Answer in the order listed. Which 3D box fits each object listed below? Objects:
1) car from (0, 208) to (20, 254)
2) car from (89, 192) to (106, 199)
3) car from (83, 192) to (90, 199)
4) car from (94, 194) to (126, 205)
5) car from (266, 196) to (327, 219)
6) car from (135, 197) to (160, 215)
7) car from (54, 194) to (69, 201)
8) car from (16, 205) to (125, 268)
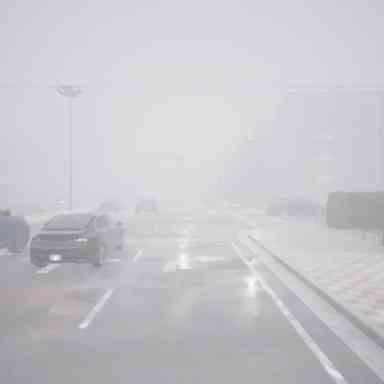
[{"bbox_3d":[-6.984,1.137,9.816,2.150,2.045,5.566,0,1,0],"label":"car"},{"bbox_3d":[-16.724,0.932,61.569,2.128,1.511,4.902,0,1,0],"label":"car"},{"bbox_3d":[-23.809,0.796,77.481,1.837,1.490,4.892,0,1,0],"label":"car"},{"bbox_3d":[-7.577,1.237,31.427,1.812,1.442,4.674,0,1,-3],"label":"car"},{"bbox_3d":[8.190,1.098,25.776,4.553,1.767,2.097,0,1,-11],"label":"car"},{"bbox_3d":[-4.022,1.208,30.467,2.128,1.511,4.902,0,1,-2],"label":"car"},{"bbox_3d":[-23.714,1.013,61.143,1.994,1.385,4.181,0,1,0],"label":"car"},{"bbox_3d":[-3.490,1.405,10.896,1.837,1.490,4.892,0,0,0],"label":"car"}]
